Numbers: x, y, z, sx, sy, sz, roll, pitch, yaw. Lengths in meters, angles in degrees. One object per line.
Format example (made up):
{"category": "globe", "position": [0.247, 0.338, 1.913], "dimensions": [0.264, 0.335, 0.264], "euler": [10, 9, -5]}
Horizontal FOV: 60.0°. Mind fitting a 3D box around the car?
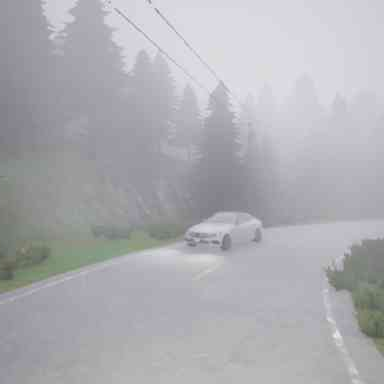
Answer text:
{"category": "car", "position": [1.579, 1.619, 14.839], "dimensions": [1.812, 1.442, 4.674], "euler": [0, -1, 36]}
